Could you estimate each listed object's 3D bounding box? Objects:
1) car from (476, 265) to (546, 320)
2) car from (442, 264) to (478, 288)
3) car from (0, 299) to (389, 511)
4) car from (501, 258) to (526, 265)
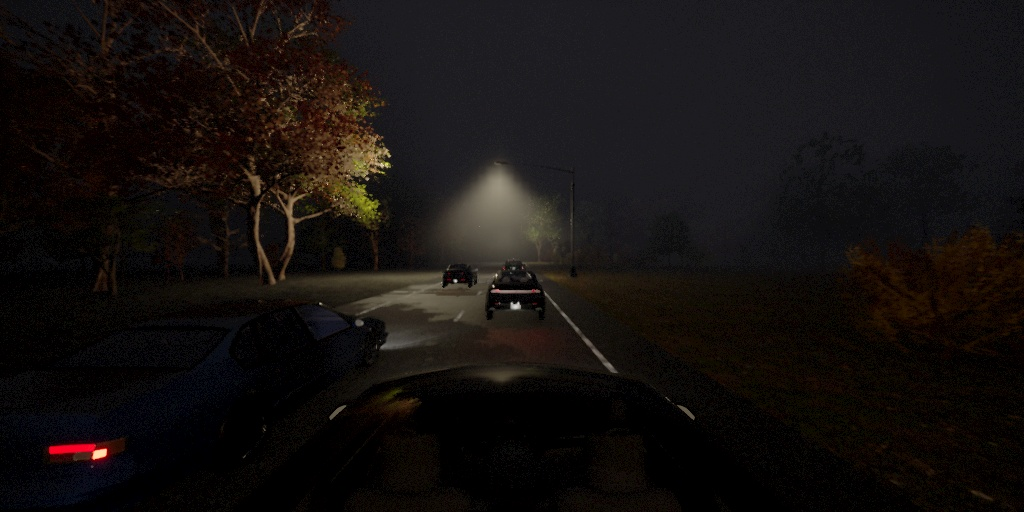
[{"bbox_3d":[0.109,1.236,12.663,2.128,1.511,4.902,0,0,0],"label":"car"},{"bbox_3d":[-3.381,1.244,23.869,1.837,1.490,4.892,0,0,0],"label":"car"},{"bbox_3d":[-3.398,1.295,4.765,2.033,1.411,5.357,0,0,0],"label":"car"},{"bbox_3d":[0.123,1.089,31.719,2.097,1.767,4.553,0,0,0],"label":"car"}]
